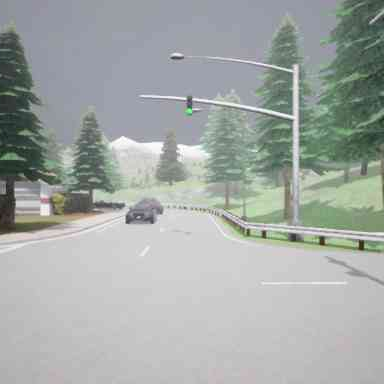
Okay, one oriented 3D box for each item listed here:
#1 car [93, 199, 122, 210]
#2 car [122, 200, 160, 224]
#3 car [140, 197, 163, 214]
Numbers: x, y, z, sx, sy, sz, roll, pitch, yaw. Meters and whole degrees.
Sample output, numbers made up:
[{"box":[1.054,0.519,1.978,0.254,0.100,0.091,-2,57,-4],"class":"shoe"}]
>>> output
[{"box":[-10.949,1.605,42.555,4.718,1.301,1.895,0,0,15],"class":"car"},{"box":[-3.721,1.562,24.951,1.994,1.385,4.181,0,0,-2],"class":"car"},{"box":[-4.455,1.349,34.749,2.097,1.767,4.553,0,0,-19],"class":"car"}]
